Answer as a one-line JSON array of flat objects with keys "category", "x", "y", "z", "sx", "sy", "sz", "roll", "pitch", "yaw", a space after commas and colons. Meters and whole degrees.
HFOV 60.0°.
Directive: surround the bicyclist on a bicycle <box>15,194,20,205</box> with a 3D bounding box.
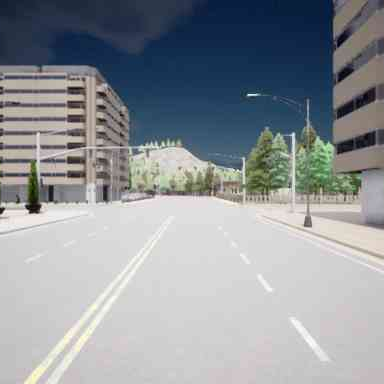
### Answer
[{"category": "bicyclist on a bicycle", "x": -28.001, "y": 1.219, "z": 53.440, "sx": 0.582, "sy": 1.620, "sz": 1.656, "roll": 0, "pitch": 0, "yaw": 0}]
